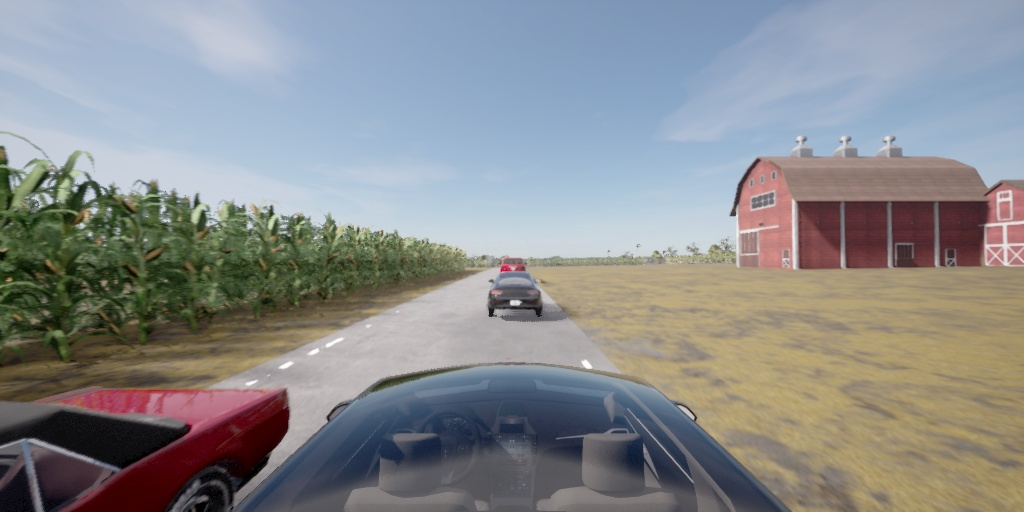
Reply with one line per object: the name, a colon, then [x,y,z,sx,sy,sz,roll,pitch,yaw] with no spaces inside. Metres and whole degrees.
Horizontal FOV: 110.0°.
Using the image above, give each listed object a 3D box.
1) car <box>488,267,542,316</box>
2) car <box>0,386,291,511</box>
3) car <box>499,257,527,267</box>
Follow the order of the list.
car: [0.096,1.296,13.442,1.812,1.442,4.674,0,0,0]
car: [-2.850,1.351,0.871,1.895,1.301,4.718,0,0,0]
car: [0.089,1.124,30.747,2.150,2.045,5.566,0,-1,0]
